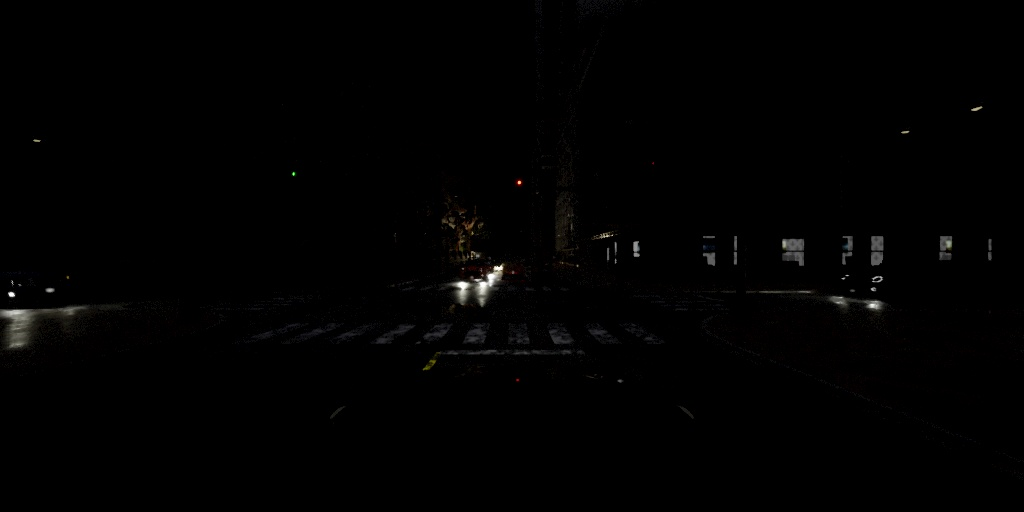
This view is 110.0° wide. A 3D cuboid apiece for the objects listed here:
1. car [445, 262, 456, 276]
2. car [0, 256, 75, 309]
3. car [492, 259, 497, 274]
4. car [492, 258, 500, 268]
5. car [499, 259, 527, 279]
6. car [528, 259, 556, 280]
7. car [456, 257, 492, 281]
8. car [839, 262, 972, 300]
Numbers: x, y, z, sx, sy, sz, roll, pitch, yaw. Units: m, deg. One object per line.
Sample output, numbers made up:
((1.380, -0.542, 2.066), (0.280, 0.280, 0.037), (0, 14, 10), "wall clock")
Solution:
((-5.706, 1.297, 36.535), (1.888, 1.381, 4.507), (0, 0, 0), "car")
((-21.303, 1.023, 14.454), (5.566, 2.045, 2.150), (0, 0, 1), "car")
((-3.115, 1.353, 42.101), (1.895, 1.301, 4.718), (0, 0, 0), "car")
((-3.050, 1.098, 61.936), (2.097, 1.767, 4.553), (0, 0, 0), "car")
((0.086, 1.229, 32.836), (1.882, 1.535, 5.008), (0, 0, 0), "car")
((2.678, 1.191, 30.861), (1.967, 1.591, 4.097), (0, 0, 0), "car")
((-3.112, 1.105, 30.037), (2.097, 1.767, 4.553), (0, 0, 0), "car")
((18.285, 1.048, 16.840), (4.553, 1.767, 2.097), (0, 0, 1), "car")
